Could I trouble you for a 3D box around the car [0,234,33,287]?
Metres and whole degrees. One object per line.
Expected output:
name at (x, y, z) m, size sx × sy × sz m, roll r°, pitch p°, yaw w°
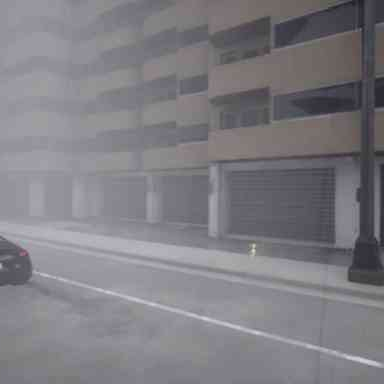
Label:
car at (-5.752, 1.511, 8.095) m, size 4.181 × 1.385 × 1.994 m, roll 1°, pitch 0°, yaw 35°
